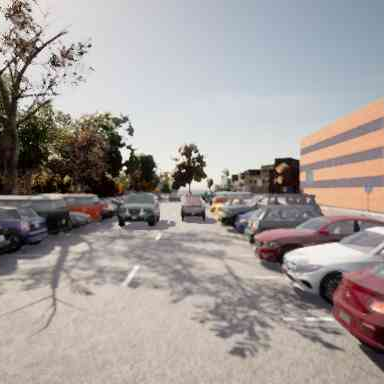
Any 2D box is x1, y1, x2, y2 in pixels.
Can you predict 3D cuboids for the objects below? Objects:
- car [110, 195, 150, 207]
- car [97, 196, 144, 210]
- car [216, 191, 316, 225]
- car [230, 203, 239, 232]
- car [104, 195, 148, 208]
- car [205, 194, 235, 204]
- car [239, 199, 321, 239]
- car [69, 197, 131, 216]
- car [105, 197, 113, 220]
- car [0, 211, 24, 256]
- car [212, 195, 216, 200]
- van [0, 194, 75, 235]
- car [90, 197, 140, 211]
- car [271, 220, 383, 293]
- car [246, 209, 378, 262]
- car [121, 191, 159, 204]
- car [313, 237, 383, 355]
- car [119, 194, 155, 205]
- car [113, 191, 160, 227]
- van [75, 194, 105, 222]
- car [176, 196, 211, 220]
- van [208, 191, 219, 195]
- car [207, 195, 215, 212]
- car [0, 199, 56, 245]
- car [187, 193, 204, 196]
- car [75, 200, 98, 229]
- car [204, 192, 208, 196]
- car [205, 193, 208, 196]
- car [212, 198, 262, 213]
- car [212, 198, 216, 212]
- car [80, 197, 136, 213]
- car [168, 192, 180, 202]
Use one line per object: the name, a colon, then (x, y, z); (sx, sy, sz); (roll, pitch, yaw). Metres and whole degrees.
car: (-8.157, 1.162, 44.082); (4.892, 1.521, 2.231); (0, 1, 0)
car: (-8.155, 1.210, 38.434); (5.008, 1.535, 2.097); (0, 1, 0)
car: (4.384, 1.128, 18.731); (5.566, 2.045, 2.435); (0, 0, 0)
car: (4.410, 1.443, 15.908); (4.674, 1.452, 2.002); (0, 0, 0)
car: (-8.155, 1.185, 41.258); (5.008, 1.535, 2.097); (0, 0, 0)
car: (4.409, 1.123, 52.642); (4.674, 1.452, 2.002); (0, 1, 0)
car: (4.382, 1.302, 13.081); (4.553, 1.767, 2.185); (0, 0, 0)
car: (-8.153, 1.283, 29.839); (5.008, 1.535, 2.097); (0, 1, 0)
car: (-8.188, 1.182, 27.014); (4.553, 1.767, 2.185); (0, 0, 0)
car: (-8.190, 1.481, 10.201); (4.792, 1.488, 2.163); (0, 1, 0)
car: (4.596, 1.304, 27.210); (5.366, 1.575, 1.946); (0, 0, 0)
van: (-8.275, 1.177, 15.843); (4.442, 1.987, 1.878); (0, 1, 0)
car: (-8.188, 1.263, 35.610); (4.792, 1.488, 2.163); (0, 1, 0)
car: (4.417, 1.516, 7.431); (4.674, 1.452, 2.002); (0, 0, 0)
car: (4.419, 1.451, 10.257); (5.008, 1.535, 2.097); (0, 0, 0)
car: (-8.138, 0.833, 52.426); (5.566, 2.045, 2.435); (0, 1, 0)
car: (4.412, 1.535, 4.597); (4.674, 1.452, 2.002); (0, 0, 0)
car: (-8.172, 1.111, 49.728); (4.892, 1.521, 2.231); (0, 1, 0)
car: (-3.355, 1.089, 22.027); (2.150, 2.045, 5.566); (0, 1, 0)
van: (-8.272, 1.129, 21.493); (4.442, 1.987, 1.878); (0, 0, 0)
car: (0.096, 1.327, 26.276); (2.128, 1.511, 4.902); (0, 1, 0)
van: (4.293, 1.008, 35.685); (4.442, 1.987, 1.878); (0, 0, 0)
car: (4.225, 1.279, 30.036); (5.366, 1.575, 1.946); (0, 0, 0)
car: (-8.126, 1.302, 12.897); (4.553, 1.767, 2.185); (0, 0, 0)
car: (0.093, 1.049, 42.317); (2.097, 1.767, 4.553); (0, 0, 0)
car: (-8.163, 1.380, 18.670); (4.892, 1.521, 2.231); (0, 0, 0)
car: (4.413, 1.110, 49.815); (5.008, 1.535, 2.097); (0, 1, 0)
car: (4.411, 1.201, 44.164); (4.674, 1.452, 2.002); (0, 1, 0)
car: (4.412, 1.298, 32.862); (4.674, 1.452, 2.002); (0, 0, 0)
car: (4.226, 1.352, 21.559); (5.366, 1.575, 1.946); (0, 0, 0)
car: (-8.163, 1.259, 32.662); (5.008, 1.535, 2.097); (0, 0, 0)
car: (-3.296, 0.854, 62.244); (2.097, 1.767, 4.553); (0, 1, 0)
